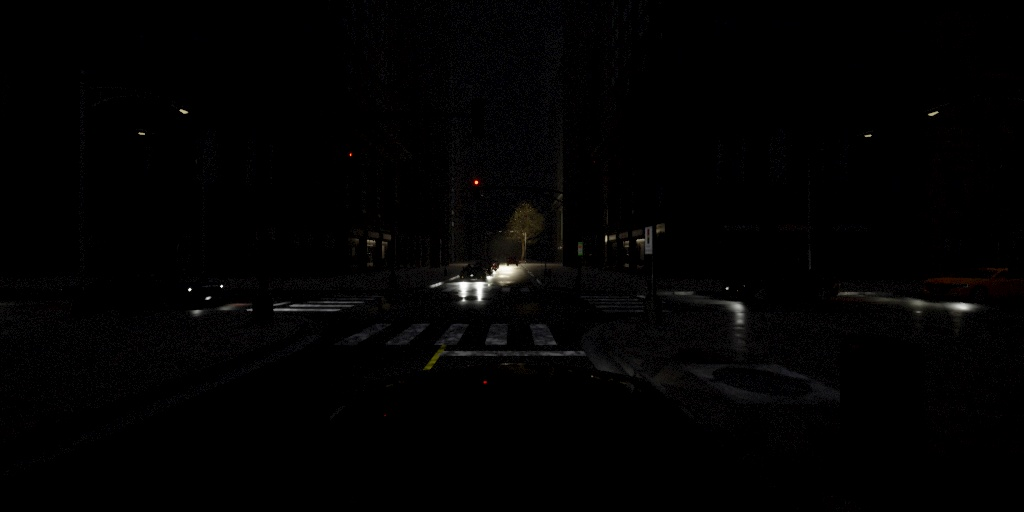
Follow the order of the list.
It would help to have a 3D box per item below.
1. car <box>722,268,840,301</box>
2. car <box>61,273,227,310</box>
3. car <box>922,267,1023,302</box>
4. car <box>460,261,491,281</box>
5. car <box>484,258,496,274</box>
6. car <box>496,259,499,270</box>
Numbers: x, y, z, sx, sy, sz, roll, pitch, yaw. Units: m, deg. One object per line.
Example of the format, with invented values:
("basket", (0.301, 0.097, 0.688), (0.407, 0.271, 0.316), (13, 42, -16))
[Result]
("car", (12.588, 1.296, 16.949), (4.892, 1.490, 1.837), (0, 0, 0))
("car", (-13.897, 1.303, 13.786), (4.718, 1.301, 1.895), (0, 0, 0))
("car", (22.543, 1.299, 16.941), (5.008, 1.535, 1.882), (0, 0, 0))
("car", (-3.094, 1.314, 29.542), (1.994, 1.385, 4.181), (0, 0, 0))
("car", (-3.093, 1.231, 38.612), (1.882, 1.535, 5.008), (0, 0, 0))
("car", (-3.080, 1.115, 48.257), (2.097, 1.767, 4.553), (0, 0, 0))
